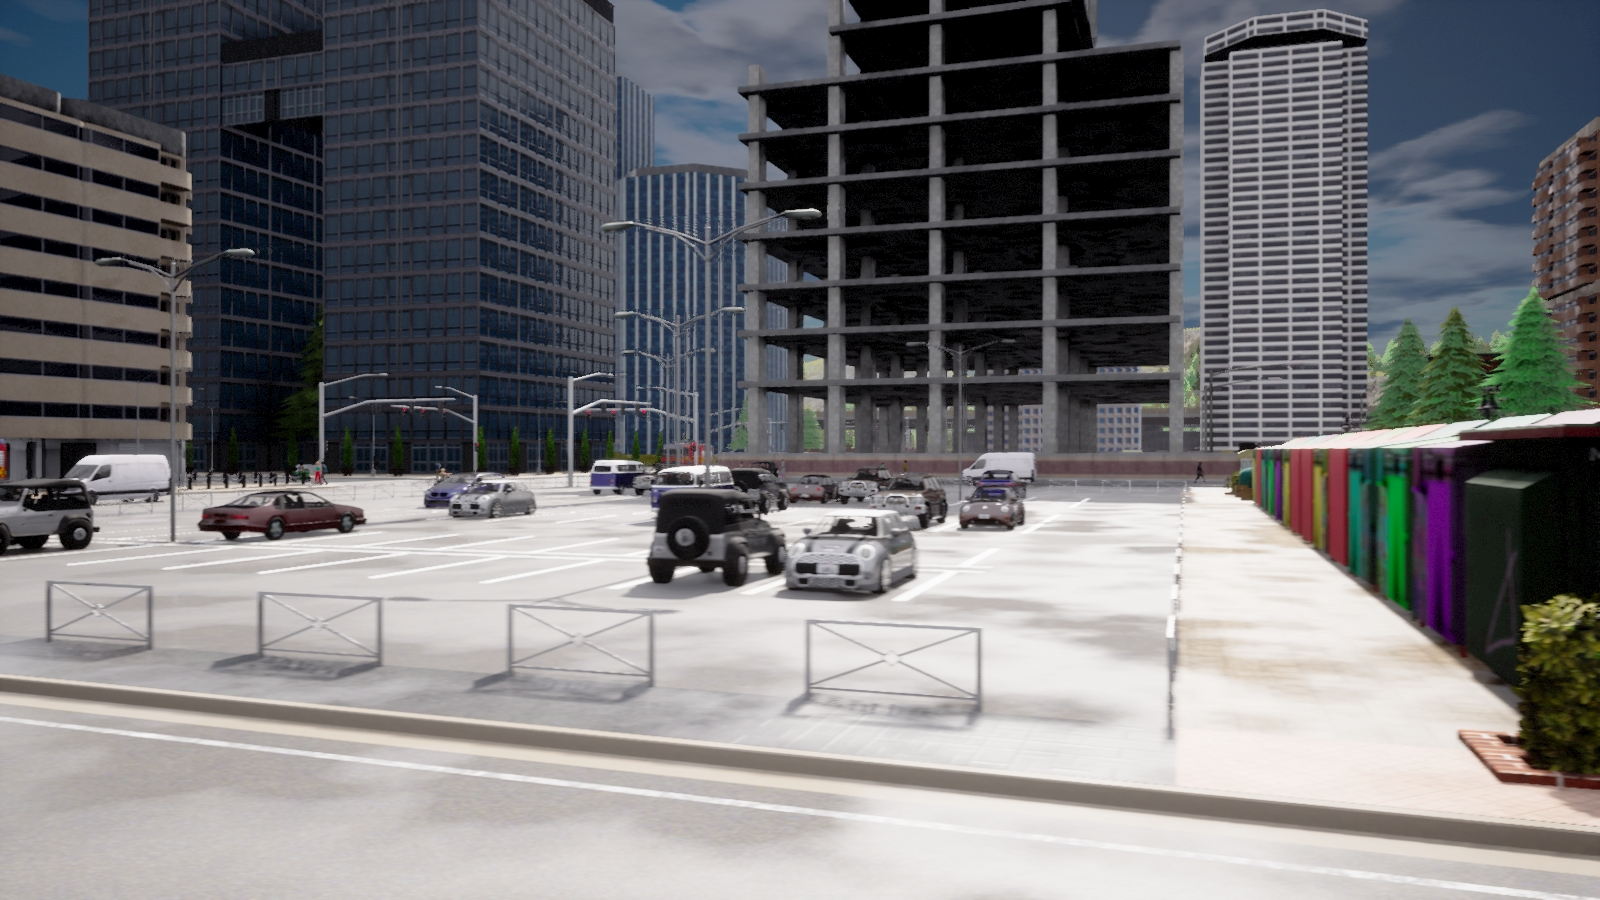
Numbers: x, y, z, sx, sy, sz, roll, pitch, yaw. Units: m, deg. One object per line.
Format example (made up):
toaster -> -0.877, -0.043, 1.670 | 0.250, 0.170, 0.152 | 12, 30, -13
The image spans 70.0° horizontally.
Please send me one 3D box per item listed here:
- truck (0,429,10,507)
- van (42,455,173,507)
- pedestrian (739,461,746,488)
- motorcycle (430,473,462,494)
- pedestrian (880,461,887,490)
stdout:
truck -> -41.565, 0.890, 52.636 | 2.891, 3.827, 8.468 | 0, 0, 18
van -> -35.721, 1.534, 59.144 | 1.988, 2.561, 5.915 | 0, 0, 18
pedestrian -> -3.867, 1.642, 77.179 | 0.375, 1.860, 0.375 | 0, 0, 17
motorcycle -> -23.153, 2.155, 74.810 | 0.764, 1.307, 2.356 | 0, 0, 18
pedestrian -> 5.386, 1.640, 73.720 | 0.375, 1.860, 0.375 | 0, 0, 14
